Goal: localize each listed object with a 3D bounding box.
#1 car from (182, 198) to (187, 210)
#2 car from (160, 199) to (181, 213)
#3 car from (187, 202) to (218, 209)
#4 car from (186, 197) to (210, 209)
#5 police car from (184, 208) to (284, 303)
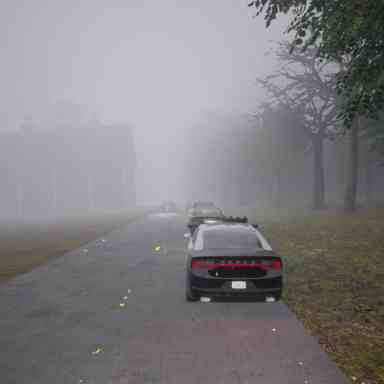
[{"bbox_3d":[0.025,1.827,45.697,2.033,1.411,5.357,0,-1,1],"label":"car"},{"bbox_3d":[-2.851,1.728,40.708,2.128,1.511,4.902,0,-1,0],"label":"car"},{"bbox_3d":[0.824,1.532,18.327,1.882,1.535,5.008,0,0,0],"label":"car"},{"bbox_3d":[0.822,1.447,24.300,2.097,1.767,4.553,0,0,0],"label":"car"},{"bbox_3d":[0.824,1.437,8.434,1.930,1.638,5.238,0,0,0],"label":"police car"}]
